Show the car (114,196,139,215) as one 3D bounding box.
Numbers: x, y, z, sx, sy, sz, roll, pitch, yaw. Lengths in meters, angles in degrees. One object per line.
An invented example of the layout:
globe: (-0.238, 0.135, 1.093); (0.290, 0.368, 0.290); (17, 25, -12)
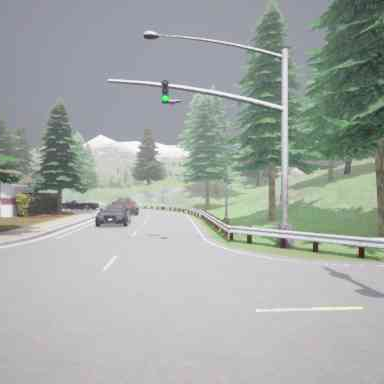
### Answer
car: (-6.618, 1.301, 32.404); (2.097, 1.767, 4.553); (0, 0, -22)

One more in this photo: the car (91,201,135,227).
car: (-5.278, 1.527, 22.671); (1.994, 1.385, 4.181); (0, 0, -5)

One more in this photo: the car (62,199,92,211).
car: (-13.584, 1.543, 39.792); (4.718, 1.301, 1.895); (0, 0, 11)
